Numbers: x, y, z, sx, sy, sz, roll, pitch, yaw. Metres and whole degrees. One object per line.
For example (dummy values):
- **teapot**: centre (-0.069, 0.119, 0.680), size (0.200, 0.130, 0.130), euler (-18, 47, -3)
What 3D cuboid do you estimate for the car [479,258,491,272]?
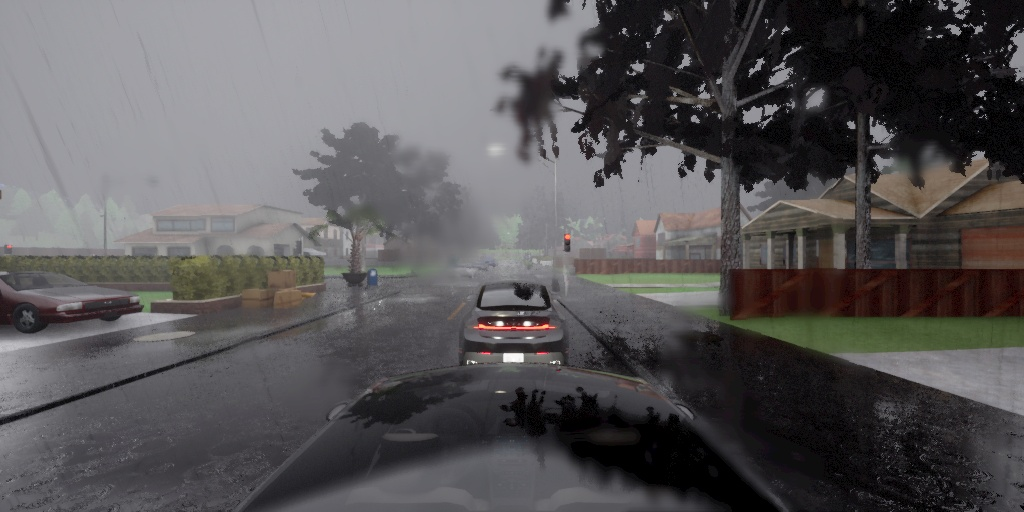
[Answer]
- **car**: centre (-4.099, 1.314, 45.412), size (1.994, 1.385, 4.181), euler (0, 0, 0)

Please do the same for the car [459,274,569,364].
- **car**: centre (0.043, 1.255, 7.686), size (1.837, 1.490, 4.892), euler (0, 0, 0)

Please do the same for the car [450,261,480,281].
- **car**: centre (-4.101, 1.351, 30.667), size (1.895, 1.301, 4.718), euler (0, 0, 0)

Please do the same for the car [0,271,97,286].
- **car**: centre (-34.225, 1.241, 26.760), size (4.902, 1.511, 2.128), euler (0, 0, 0)

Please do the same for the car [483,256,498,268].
- **car**: centre (-4.069, 0.972, 62.509), size (2.150, 2.045, 5.566), euler (0, 0, 0)
